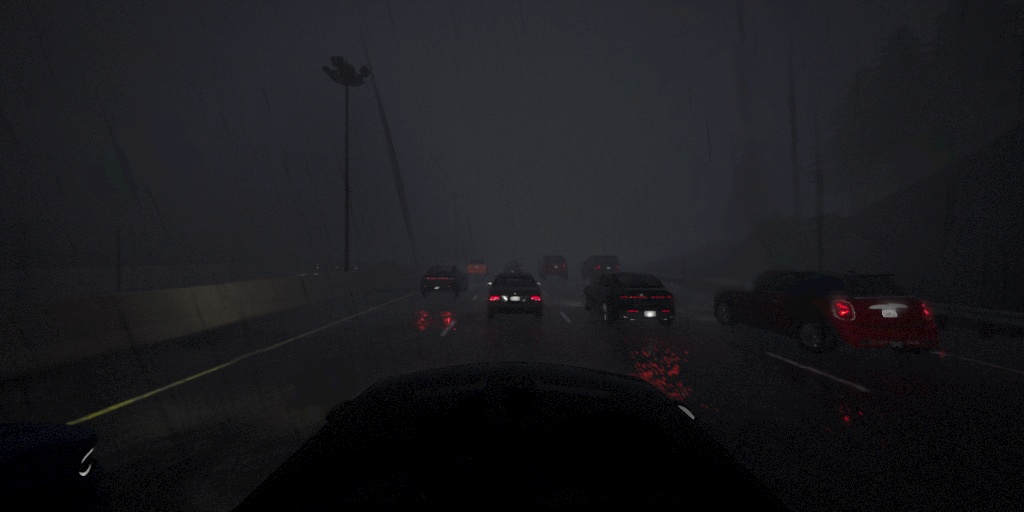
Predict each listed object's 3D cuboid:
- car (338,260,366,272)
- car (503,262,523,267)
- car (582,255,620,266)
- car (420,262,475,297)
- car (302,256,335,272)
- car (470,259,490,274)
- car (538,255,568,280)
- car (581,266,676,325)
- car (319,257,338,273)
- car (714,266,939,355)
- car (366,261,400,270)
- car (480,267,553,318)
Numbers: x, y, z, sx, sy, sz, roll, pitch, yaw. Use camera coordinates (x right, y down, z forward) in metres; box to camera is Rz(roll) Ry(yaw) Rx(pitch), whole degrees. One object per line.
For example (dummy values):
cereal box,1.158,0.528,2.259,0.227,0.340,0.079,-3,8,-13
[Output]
car,-17.623,1.278,40.999,1.812,1.442,4.674,0,0,0
car,0.067,1.274,35.837,1.812,1.442,4.674,0,0,0
car,7.075,0.968,28.932,2.150,2.045,5.566,0,0,0
car,-3.416,1.241,18.737,2.128,1.511,4.902,0,0,0
car,-24.619,0.975,46.309,2.150,2.045,5.566,0,0,0
car,-3.432,1.101,36.994,2.097,1.767,4.553,0,0,0
car,3.572,0.969,31.752,2.150,2.045,5.566,0,0,0
car,3.588,1.253,11.736,1.837,1.490,4.892,0,0,0
car,-21.122,1.256,43.852,1.837,1.490,4.892,0,1,0
car,7.086,1.100,8.861,2.097,1.767,4.553,0,0,0
car,-14.129,1.299,40.525,2.033,1.411,5.357,0,0,0
car,0.091,1.297,13.015,2.033,1.411,5.357,0,0,0
